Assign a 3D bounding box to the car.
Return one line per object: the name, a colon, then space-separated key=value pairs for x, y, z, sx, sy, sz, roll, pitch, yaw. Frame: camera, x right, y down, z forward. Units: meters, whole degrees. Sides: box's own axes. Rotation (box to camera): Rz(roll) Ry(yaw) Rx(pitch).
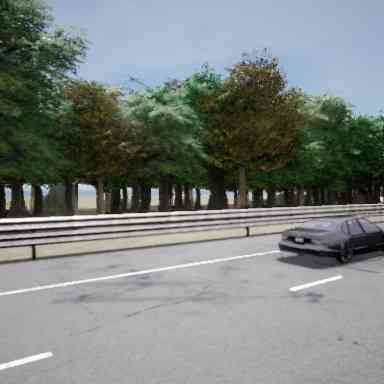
car: x=5.419 y=1.550 z=11.904 sx=5.357 sy=1.411 sz=2.033 roll=0 pitch=0 yaw=-35
